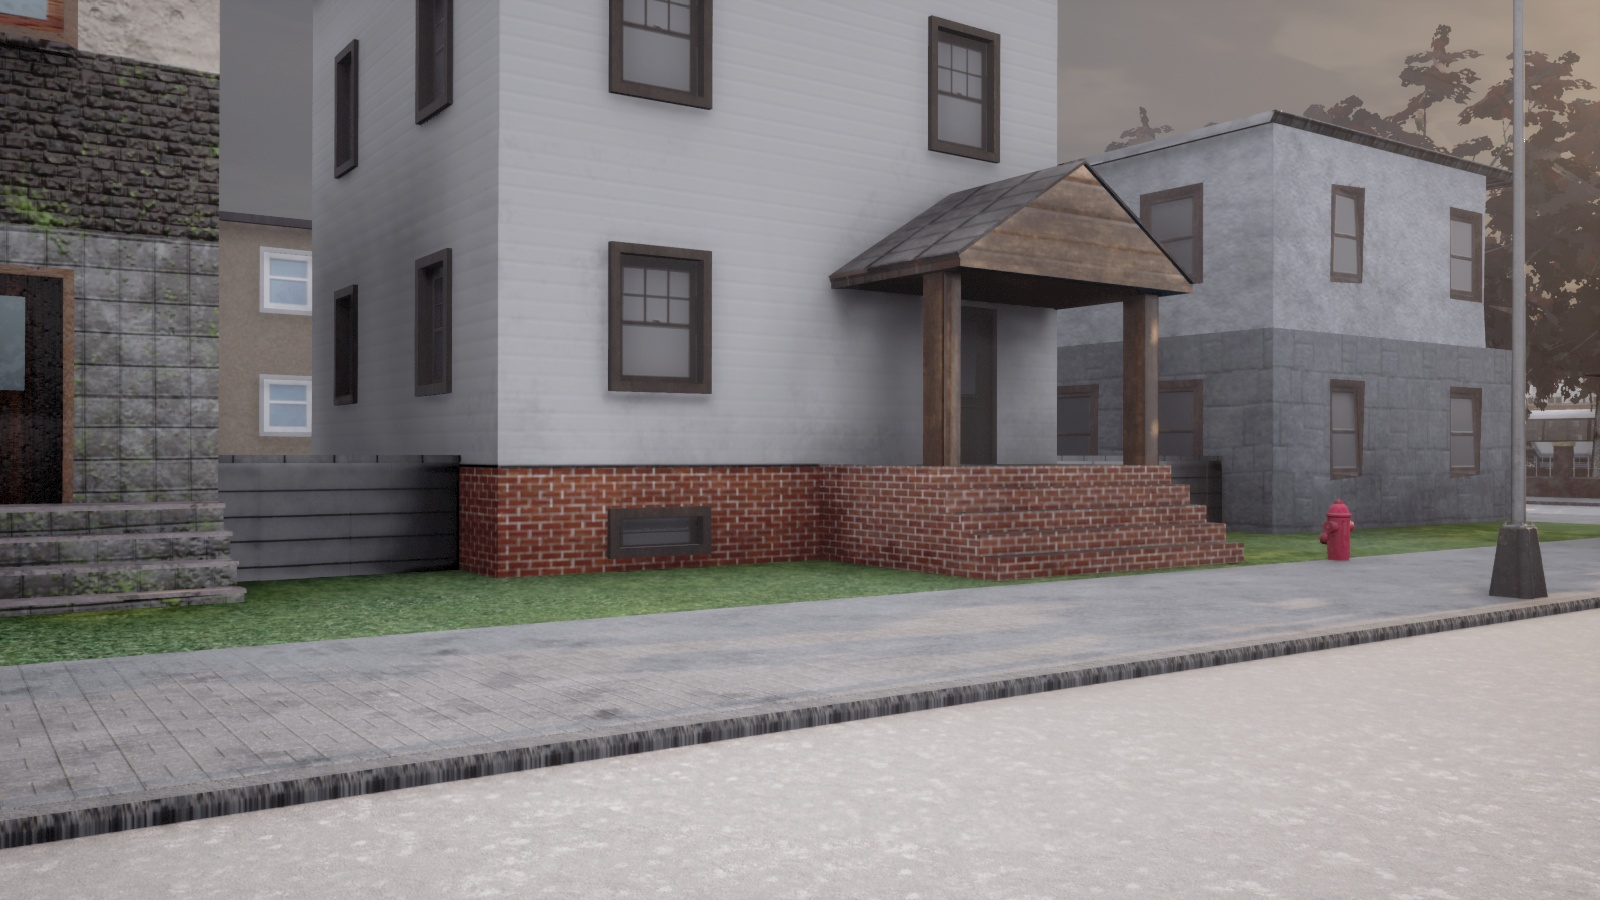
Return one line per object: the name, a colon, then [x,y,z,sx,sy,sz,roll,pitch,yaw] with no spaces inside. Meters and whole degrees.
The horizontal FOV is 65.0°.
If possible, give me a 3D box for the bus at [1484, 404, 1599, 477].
bus: [47.707,-0.547,76.169,3.944,4.253,10.273,0,0,-34]
